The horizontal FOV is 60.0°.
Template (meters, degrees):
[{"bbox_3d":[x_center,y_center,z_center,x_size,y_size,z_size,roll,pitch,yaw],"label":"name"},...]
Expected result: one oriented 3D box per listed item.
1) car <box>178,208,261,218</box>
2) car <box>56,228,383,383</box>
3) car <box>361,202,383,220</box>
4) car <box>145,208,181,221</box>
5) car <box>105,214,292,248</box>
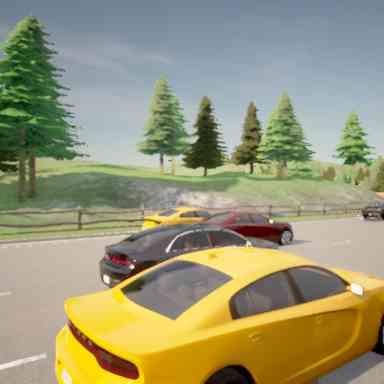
[{"bbox_3d":[2.145,1.519,13.874,5.008,1.535,1.882,0,0,-35],"label":"car"},{"bbox_3d":[0.913,1.491,4.397,5.008,1.535,1.882,0,0,-35],"label":"car"},{"bbox_3d":[16.395,1.618,28.335,4.902,1.511,2.128,0,0,-35],"label":"car"},{"bbox_3d":[0.004,1.519,16.646,5.008,1.535,1.882,0,0,-35],"label":"car"},{"bbox_3d":[0.233,1.528,8.213,4.892,1.490,1.837,0,0,-35],"label":"car"}]
